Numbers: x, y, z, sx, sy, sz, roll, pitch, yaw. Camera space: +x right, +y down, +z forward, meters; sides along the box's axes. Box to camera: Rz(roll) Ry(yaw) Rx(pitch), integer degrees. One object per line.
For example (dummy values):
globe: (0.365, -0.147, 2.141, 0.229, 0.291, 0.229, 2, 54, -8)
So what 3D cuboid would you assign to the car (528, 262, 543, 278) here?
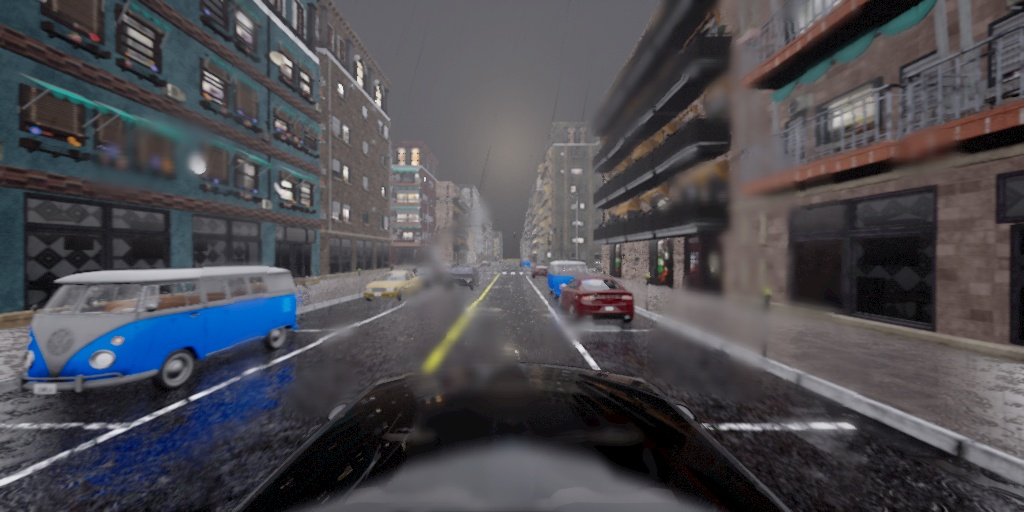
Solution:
car: (2.795, 1.435, 34.746, 1.802, 1.307, 4.207, 0, 0, 0)

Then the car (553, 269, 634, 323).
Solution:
car: (2.689, 1.322, 12.106, 1.888, 1.381, 4.507, 0, 0, 0)

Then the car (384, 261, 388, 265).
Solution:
car: (-17.745, 1.385, 49.930, 4.207, 1.307, 1.802, 0, 0, 0)

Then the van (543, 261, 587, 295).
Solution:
van: (2.689, 1.134, 17.766, 1.690, 1.789, 3.998, 0, 0, 0)

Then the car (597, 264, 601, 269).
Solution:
car: (14.708, 1.668, 49.871, 4.507, 1.381, 1.888, 0, 0, 0)

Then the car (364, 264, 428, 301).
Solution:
car: (-5.692, 1.319, 17.622, 1.751, 1.417, 4.829, 0, 0, 0)

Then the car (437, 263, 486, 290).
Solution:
car: (-3.100, 1.357, 23.153, 2.033, 1.411, 5.357, 0, 0, 0)

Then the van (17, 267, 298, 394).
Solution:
van: (-5.691, 1.103, 6.470, 1.690, 1.789, 3.998, 0, 0, 0)

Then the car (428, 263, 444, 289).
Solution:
car: (-5.692, 1.377, 23.454, 1.948, 1.339, 4.313, 0, 0, 0)
